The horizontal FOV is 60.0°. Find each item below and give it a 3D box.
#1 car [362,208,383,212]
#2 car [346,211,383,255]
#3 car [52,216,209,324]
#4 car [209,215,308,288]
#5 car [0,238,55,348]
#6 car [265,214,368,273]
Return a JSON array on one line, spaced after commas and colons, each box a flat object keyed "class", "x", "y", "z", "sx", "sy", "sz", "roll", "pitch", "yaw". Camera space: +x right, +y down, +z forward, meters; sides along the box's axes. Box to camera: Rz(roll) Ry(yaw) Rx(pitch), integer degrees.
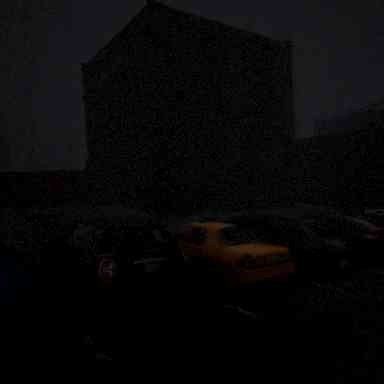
[{"class": "car", "x": 7.140, "y": 1.547, "z": 14.093, "sx": 2.002, "sy": 1.452, "sz": 4.674, "roll": 0, "pitch": 0, "yaw": -35}, {"class": "car", "x": 4.969, "y": 1.541, "z": 12.544, "sx": 2.002, "sy": 1.452, "sz": 4.674, "roll": 0, "pitch": 0, "yaw": -35}, {"class": "car", "x": -1.935, "y": 1.356, "z": 7.586, "sx": 2.185, "sy": 1.767, "sz": 4.553, "roll": 0, "pitch": 0, "yaw": -35}, {"class": "car", "x": 0.315, "y": 1.485, "z": 9.457, "sx": 1.946, "sy": 1.575, "sz": 5.366, "roll": 0, "pitch": 0, "yaw": -35}, {"class": "car", "x": -4.227, "y": 1.480, "z": 5.995, "sx": 2.097, "sy": 1.535, "sz": 5.008, "roll": 0, "pitch": 0, "yaw": -35}, {"class": "car", "x": 2.713, "y": 1.524, "z": 10.903, "sx": 2.163, "sy": 1.488, "sz": 4.792, "roll": 0, "pitch": 0, "yaw": -36}]
